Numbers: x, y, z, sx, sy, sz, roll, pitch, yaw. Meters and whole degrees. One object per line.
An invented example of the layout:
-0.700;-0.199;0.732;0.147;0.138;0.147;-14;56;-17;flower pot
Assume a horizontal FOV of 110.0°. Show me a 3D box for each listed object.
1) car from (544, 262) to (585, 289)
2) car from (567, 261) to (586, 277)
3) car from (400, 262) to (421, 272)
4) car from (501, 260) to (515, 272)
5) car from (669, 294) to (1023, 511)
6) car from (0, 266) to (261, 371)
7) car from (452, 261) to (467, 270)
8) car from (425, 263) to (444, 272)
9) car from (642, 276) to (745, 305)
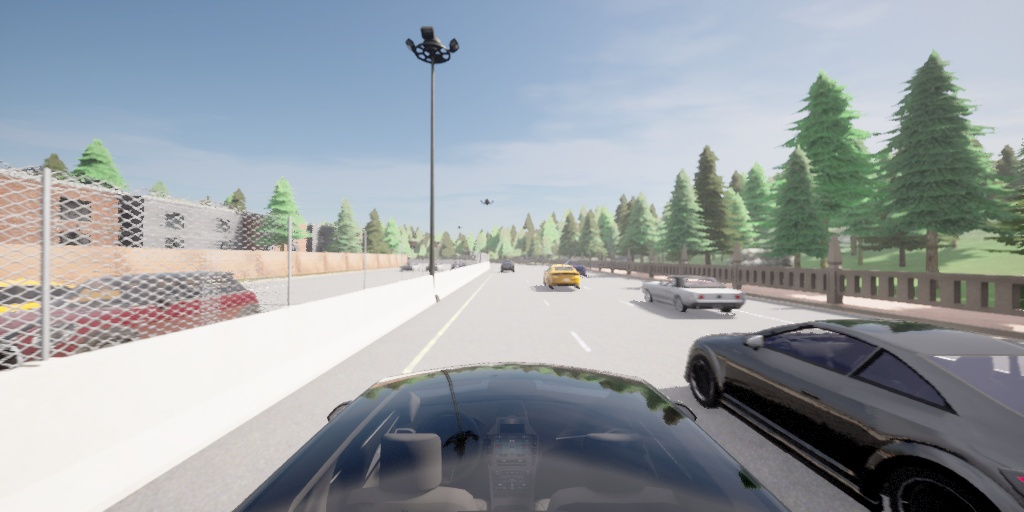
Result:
3.265;1.344;24.158;1.882;1.535;5.008;0;0;-1;car
6.560;1.296;38.729;2.097;1.767;4.553;0;0;-1;car
-14.730;1.579;52.169;1.895;1.301;4.718;0;0;-1;car
-0.614;1.482;51.169;2.128;1.511;4.902;0;0;-1;car
3.552;1.329;3.604;1.994;1.385;4.181;0;0;-1;car
-7.195;1.114;6.871;2.097;1.767;4.553;0;0;-1;car
-7.731;1.489;52.293;2.128;1.511;4.902;0;0;-1;car
-11.230;1.599;52.218;1.895;1.301;4.718;0;0;-1;car
6.902;1.425;14.296;1.895;1.301;4.718;0;0;-1;car
